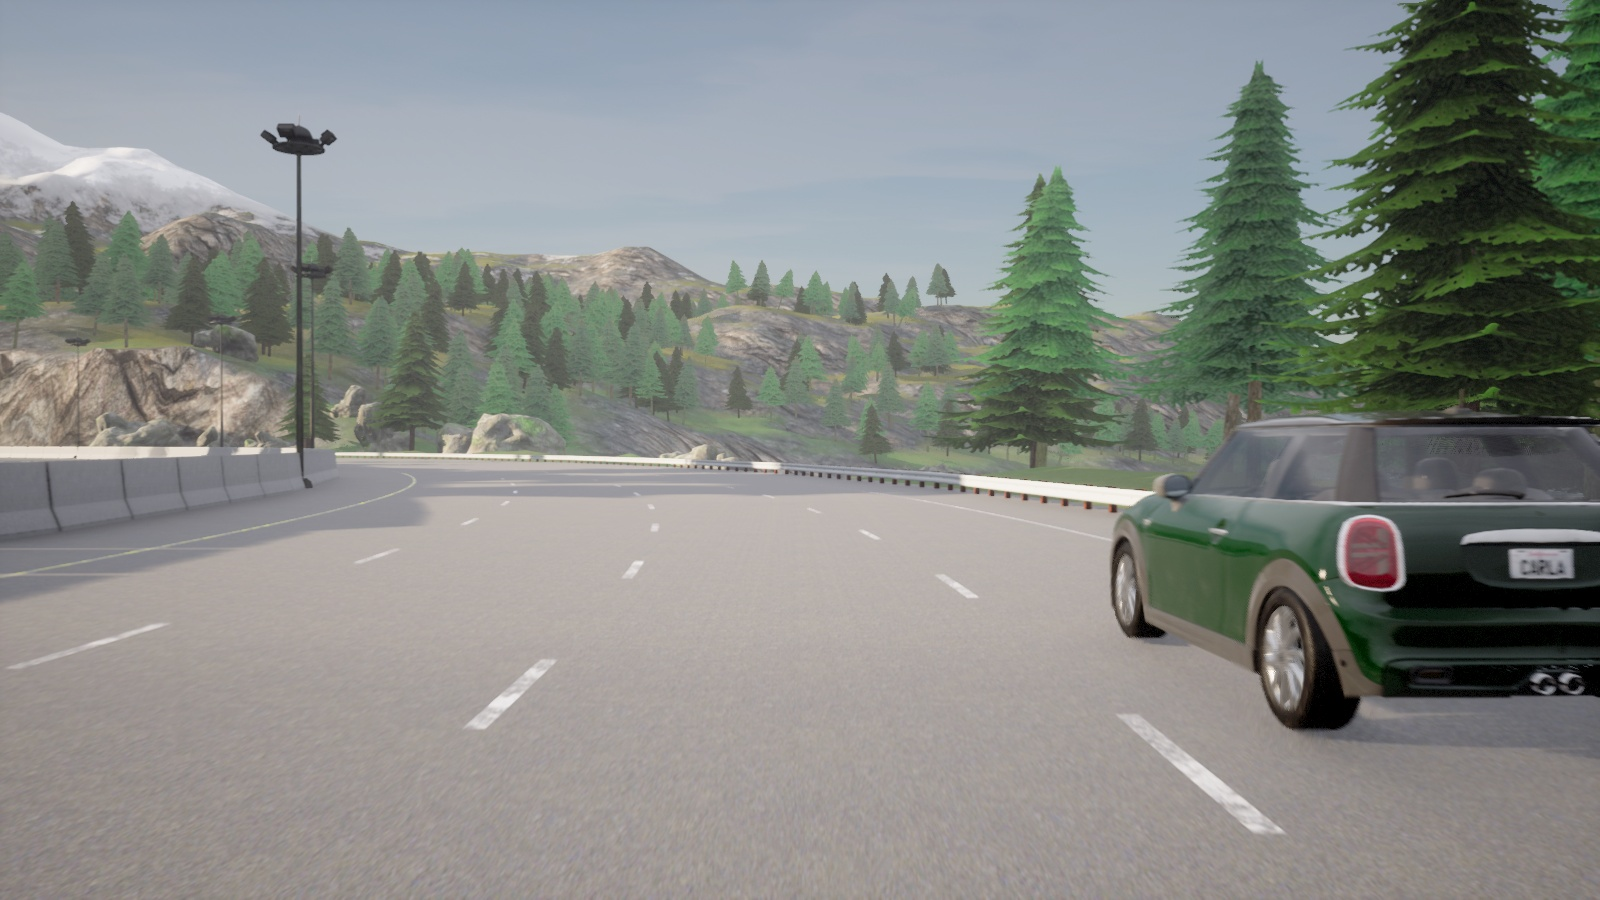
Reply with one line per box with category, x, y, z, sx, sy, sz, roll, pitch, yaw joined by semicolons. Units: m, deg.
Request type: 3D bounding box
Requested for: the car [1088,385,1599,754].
car;3.501;0.561;8.292;2.097;1.767;4.553;0;0;-1
